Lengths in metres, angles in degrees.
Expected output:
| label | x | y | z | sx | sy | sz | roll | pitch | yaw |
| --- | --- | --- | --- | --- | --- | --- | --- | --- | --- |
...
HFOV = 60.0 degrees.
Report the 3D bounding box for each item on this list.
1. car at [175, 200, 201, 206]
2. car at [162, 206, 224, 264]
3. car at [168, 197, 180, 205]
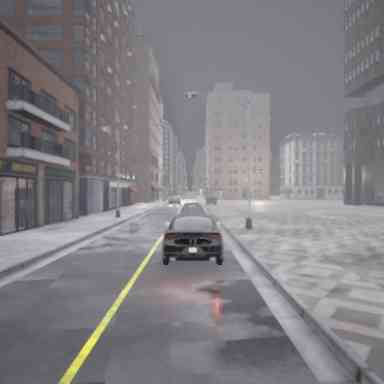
| label | x | y | z | sx | sy | sz | roll | pitch | yaw |
| --- | --- | --- | --- | --- | --- | --- | --- | --- | --- |
| car | 0.017 | 1.534 | 25.591 | 2.033 | 1.411 | 5.357 | 0 | 0 | 1 |
| car | 0.035 | 1.472 | 11.835 | 1.882 | 1.535 | 5.008 | 0 | 0 | 0 |
| car | -3.061 | 1.532 | 58.452 | 1.994 | 1.385 | 4.181 | 0 | 0 | 0 |
